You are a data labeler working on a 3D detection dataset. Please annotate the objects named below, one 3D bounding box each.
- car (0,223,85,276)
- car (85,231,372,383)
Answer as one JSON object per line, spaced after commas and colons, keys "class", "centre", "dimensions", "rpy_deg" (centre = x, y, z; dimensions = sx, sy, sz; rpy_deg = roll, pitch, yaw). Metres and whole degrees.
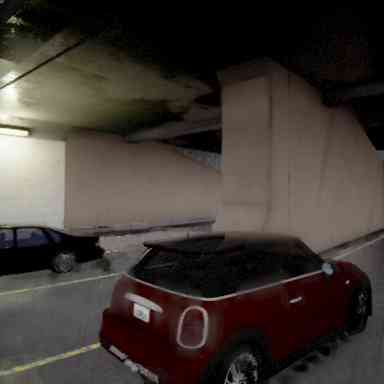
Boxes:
{"class": "car", "centre": [-5.149, 1.595, 9.064], "dimensions": [5.357, 1.411, 2.033], "rpy_deg": [1, -1, -41]}
{"class": "car", "centre": [0.998, 1.398, 5.177], "dimensions": [4.553, 1.767, 2.097], "rpy_deg": [1, -1, -42]}
